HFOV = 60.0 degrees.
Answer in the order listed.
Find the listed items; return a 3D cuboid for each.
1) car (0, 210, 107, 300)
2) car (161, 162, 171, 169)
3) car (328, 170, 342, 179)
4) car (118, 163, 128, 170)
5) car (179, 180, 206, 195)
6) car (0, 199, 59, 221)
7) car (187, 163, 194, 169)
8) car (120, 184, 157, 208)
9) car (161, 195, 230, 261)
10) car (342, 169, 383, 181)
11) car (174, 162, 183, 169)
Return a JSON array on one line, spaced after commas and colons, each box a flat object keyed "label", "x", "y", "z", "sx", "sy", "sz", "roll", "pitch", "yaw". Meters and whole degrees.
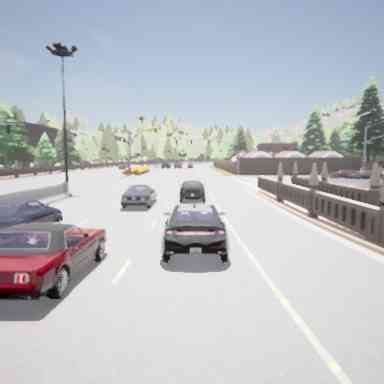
[{"label": "car", "x": -3.406, "y": 1.364, "z": 7.756, "sx": 1.895, "sy": 1.301, "sz": 4.718, "roll": 0, "pitch": 3, "yaw": 0}, {"label": "car", "x": -7.486, "y": -7.572, "z": 94.388, "sx": 2.150, "sy": 2.045, "sz": 5.566, "roll": 0, "pitch": 6, "yaw": 0}, {"label": "car", "x": 22.589, "y": -2.635, "z": 49.573, "sx": 4.674, "sy": 1.442, "sz": 1.812, "roll": 0, "pitch": 6, "yaw": 2}, {"label": "car", "x": -17.941, "y": -6.614, "z": 86.495, "sx": 2.097, "sy": 1.767, "sz": 4.553, "roll": 0, "pitch": 6, "yaw": 0}, {"label": "car", "x": 0.014, "y": -0.168, "z": 25.128, "sx": 1.882, "sy": 1.535, "sz": 5.008, "roll": 0, "pitch": 5, "yaw": -1}, {"label": "car", "x": -6.928, "y": 0.989, "z": 13.538, "sx": 1.994, "sy": 1.385, "sz": 4.181, "roll": 0, "pitch": 4, "yaw": 0}, {"label": "car", "x": -0.489, "y": -7.245, "z": 94.880, "sx": 1.895, "sy": 1.301, "sz": 4.718, "roll": 0, "pitch": 6, "yaw": 0}, {"label": "car", "x": -3.475, "y": 0.188, "z": 22.296, "sx": 2.033, "sy": 1.411, "sz": 5.357, "roll": 0, "pitch": 6, "yaw": 0}, {"label": "car", "x": 0.084, "y": 1.102, "z": 10.682, "sx": 2.128, "sy": 1.511, "sz": 4.902, "roll": 0, "pitch": 3, "yaw": 0}, {"label": "car", "x": 24.323, "y": -2.248, "z": 46.032, "sx": 5.357, "sy": 1.411, "sz": 2.033, "roll": 0, "pitch": 6, "yaw": 2}, {"label": "car", "x": -3.986, "y": -7.574, "z": 94.408, "sx": 2.150, "sy": 2.045, "sz": 5.566, "roll": 0, "pitch": 6, "yaw": 0}]
